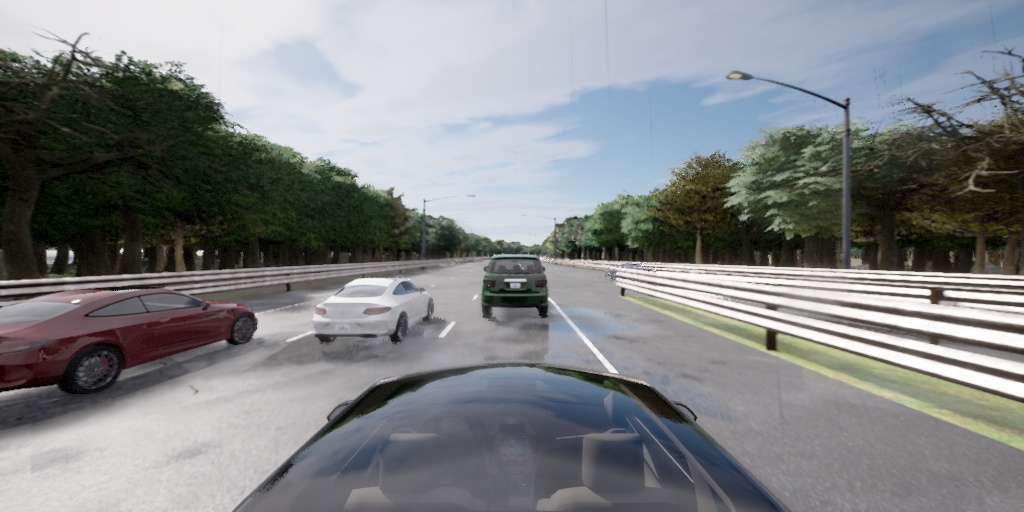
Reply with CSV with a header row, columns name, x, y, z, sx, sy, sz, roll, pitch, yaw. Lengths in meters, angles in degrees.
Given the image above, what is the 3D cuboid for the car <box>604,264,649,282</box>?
name,x,y,z,sx,sy,sz,roll,pitch,yaw
car,9.531,1.342,29.522,2.033,1.411,5.357,0,0,-11

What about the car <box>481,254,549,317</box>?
name,x,y,z,sx,sy,sz,roll,pitch,yaw
car,0.101,0.965,13.276,2.150,2.045,5.566,0,0,0

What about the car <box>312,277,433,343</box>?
name,x,y,z,sx,sy,sz,roll,pitch,yaw
car,-3.409,1.271,9.514,1.812,1.442,4.674,0,0,0

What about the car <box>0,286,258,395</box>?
name,x,y,z,sx,sy,sz,roll,pitch,yaw
car,-6.900,1.272,6.488,1.812,1.442,4.674,0,0,0
